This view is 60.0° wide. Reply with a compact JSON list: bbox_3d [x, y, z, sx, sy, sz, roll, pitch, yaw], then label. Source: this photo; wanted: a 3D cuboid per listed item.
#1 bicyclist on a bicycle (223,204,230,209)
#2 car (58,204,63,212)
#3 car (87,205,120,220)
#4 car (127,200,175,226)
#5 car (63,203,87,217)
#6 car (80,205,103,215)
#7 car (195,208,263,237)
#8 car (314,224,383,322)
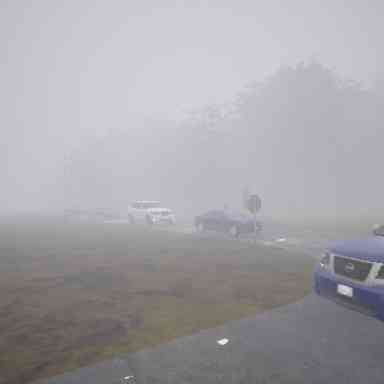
[{"bbox_3d":[3.010,1.855,29.560,1.656,1.620,0.582,0,-1,-36],"label":"bicyclist on a bicycle"},{"bbox_3d":[-22.868,2.787,60.601,2.097,1.767,4.553,-1,-1,-37],"label":"car"},{"bbox_3d":[-9.602,2.288,36.960,1.837,1.490,4.892,-1,-1,-36],"label":"car"},{"bbox_3d":[-3.677,1.757,28.642,2.150,2.045,5.566,-1,-1,-35],"label":"car"},{"bbox_3d":[-15.641,2.521,45.510,1.882,1.535,5.008,-1,-1,-36],"label":"car"},{"bbox_3d":[-14.966,2.639,49.531,1.994,1.385,4.181,-1,-1,-36],"label":"car"},{"bbox_3d":[2.133,1.784,20.476,1.882,1.535,5.008,-1,-1,-35],"label":"car"},{"bbox_3d":[5.046,1.223,6.263,5.566,2.045,2.150,0,-1,-20],"label":"car"}]
